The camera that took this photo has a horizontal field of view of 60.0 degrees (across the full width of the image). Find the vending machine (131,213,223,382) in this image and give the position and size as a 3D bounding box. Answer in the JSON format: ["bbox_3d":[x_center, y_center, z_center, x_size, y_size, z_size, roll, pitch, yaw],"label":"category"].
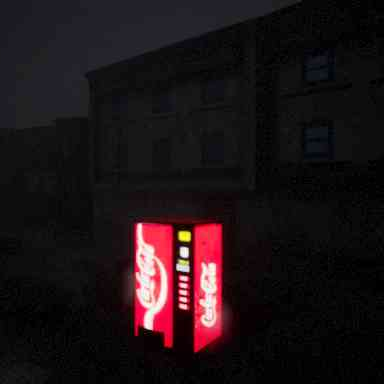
[{"bbox_3d":[-0.202,1.406,4.998,0.880,2.100,1.100,0,0,36],"label":"vending machine"}]
